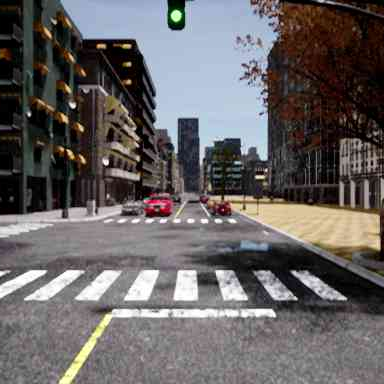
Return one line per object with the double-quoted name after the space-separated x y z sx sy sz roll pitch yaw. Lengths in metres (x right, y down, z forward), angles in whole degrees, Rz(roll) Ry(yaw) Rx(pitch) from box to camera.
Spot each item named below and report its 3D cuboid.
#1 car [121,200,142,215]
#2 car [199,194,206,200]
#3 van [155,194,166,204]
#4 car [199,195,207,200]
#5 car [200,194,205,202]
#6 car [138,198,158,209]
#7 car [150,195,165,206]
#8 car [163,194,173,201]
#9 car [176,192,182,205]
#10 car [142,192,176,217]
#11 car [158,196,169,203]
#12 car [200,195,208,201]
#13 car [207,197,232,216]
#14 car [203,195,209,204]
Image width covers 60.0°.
-5.623 1.468 31.815 2.008 1.369 4.403 0 0 0 "car"
2.881 1.263 92.656 1.967 1.590 4.097 0 0 0 "car"
-5.567 1.207 59.479 1.690 1.788 3.998 0 0 0 "van"
2.870 1.379 87.125 2.008 1.369 4.403 0 0 0 "car"
2.813 1.448 59.461 1.802 1.307 4.206 0 0 0 "car"
-5.601 1.446 42.881 2.008 1.369 4.403 0 0 0 "car"
-5.578 1.316 53.946 1.967 1.590 4.097 0 0 0 "car"
-5.533 1.281 76.077 1.967 1.590 4.097 0 0 0 "car"
-2.886 1.061 55.367 2.150 2.045 5.566 0 0 0 "car"
-2.937 1.165 30.685 2.150 2.045 5.566 0 0 0 "car"
-5.555 1.439 65.011 1.802 1.307 4.206 0 0 0 "car"
2.859 1.379 81.593 1.887 1.381 4.507 0 0 0 "car"
2.757 1.462 31.798 1.887 1.381 4.507 0 0 0 "car"
2.779 1.420 43.034 1.752 1.417 4.829 0 0 0 "car"
